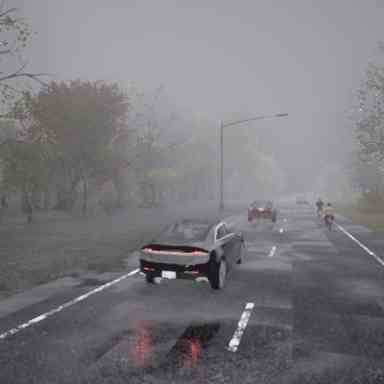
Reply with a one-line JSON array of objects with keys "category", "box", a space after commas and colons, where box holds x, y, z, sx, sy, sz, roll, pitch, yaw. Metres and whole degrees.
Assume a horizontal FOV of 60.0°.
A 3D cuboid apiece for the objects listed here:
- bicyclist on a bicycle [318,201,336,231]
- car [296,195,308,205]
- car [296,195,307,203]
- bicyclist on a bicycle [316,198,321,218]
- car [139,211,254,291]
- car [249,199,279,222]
[{"category": "bicyclist on a bicycle", "box": [8.104, 1.458, 19.671, 0.866, 1.612, 1.509, 0, 0, 18]}, {"category": "car", "box": [20.307, 1.638, 61.064, 1.994, 1.385, 4.181, 0, 0, 17]}, {"category": "car", "box": [23.168, 1.442, 70.445, 2.097, 1.767, 4.553, 0, 0, 18]}, {"category": "bicyclist on a bicycle", "box": [10.887, 1.403, 28.388, 0.659, 1.776, 1.843, 0, 0, 17]}, {"category": "car", "box": [0.254, 1.504, 9.236, 2.128, 1.511, 4.902, 0, 0, 18]}, {"category": "car", "box": [5.858, 1.386, 26.969, 2.097, 1.767, 4.553, 0, 0, 18]}]
